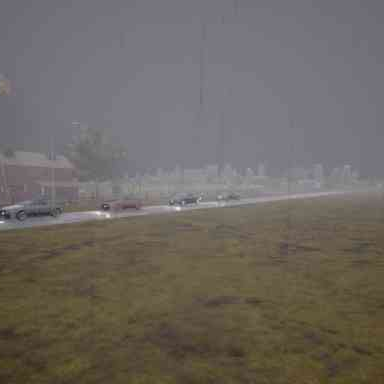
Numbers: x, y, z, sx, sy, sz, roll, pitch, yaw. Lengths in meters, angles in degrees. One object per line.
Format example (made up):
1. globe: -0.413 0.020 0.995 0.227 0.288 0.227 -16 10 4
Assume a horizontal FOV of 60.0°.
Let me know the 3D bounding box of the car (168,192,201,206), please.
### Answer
1. car: -0.846 0.827 39.976 1.837 1.490 4.892 1 2 36

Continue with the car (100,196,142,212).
1. car: -6.730 1.090 31.872 1.994 1.385 4.181 1 2 36

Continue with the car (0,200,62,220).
1. car: -11.925 1.267 24.736 1.994 1.385 4.181 1 2 34

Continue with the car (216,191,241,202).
1. car: 5.314 0.596 48.403 2.128 1.511 4.902 1 2 37
